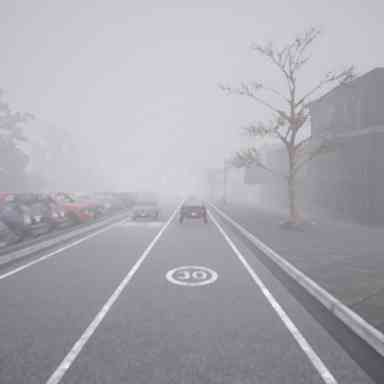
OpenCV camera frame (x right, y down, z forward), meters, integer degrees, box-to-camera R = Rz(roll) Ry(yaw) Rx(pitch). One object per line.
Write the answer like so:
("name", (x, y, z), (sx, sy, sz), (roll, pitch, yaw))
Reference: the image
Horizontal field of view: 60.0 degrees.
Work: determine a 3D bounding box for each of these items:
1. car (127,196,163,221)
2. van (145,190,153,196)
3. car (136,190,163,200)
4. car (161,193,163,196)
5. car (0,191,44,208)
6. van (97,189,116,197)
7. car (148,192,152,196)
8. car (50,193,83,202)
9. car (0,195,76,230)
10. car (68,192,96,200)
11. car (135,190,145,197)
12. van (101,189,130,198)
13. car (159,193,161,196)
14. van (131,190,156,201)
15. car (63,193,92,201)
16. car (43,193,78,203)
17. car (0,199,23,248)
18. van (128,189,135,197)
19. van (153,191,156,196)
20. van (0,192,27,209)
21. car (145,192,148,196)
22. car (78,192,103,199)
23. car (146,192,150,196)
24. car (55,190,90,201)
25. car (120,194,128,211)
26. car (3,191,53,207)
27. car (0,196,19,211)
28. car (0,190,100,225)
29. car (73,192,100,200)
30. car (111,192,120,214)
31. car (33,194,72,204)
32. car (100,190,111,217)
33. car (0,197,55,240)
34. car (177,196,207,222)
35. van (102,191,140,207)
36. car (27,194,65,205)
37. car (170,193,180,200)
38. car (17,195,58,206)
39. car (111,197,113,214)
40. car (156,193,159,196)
("car", (-3.351, 1.313, 25.290), (1.837, 1.490, 4.892), (0, 0, 0))
("van", (-9.085, 0.812, 53.841), (4.442, 1.987, 1.878), (0, 1, 0))
("car", (-8.965, 0.538, 70.661), (5.566, 2.045, 2.435), (0, 1, 0))
("car", (-8.804, 0.828, 67.861), (5.366, 1.575, 1.946), (0, 1, 0))
("car", (-22.059, 0.914, 42.012), (5.566, 2.045, 2.435), (0, 0, 0))
("van", (-22.213, 0.325, 86.422), (4.442, 1.987, 1.878), (0, 1, 0))
("car", (-8.994, 1.104, 51.041), (4.792, 1.488, 2.163), (0, 1, 0))
("car", (-22.049, 0.972, 58.675), (4.892, 1.521, 2.231), (0, 1, 0))
("car", (-8.883, 1.219, 17.394), (4.553, 1.767, 2.185), (0, 0, 0))
("car", (-22.073, 0.845, 67.000), (5.008, 1.535, 2.097), (0, 1, 0))
("car", (-8.920, 0.929, 39.820), (5.566, 2.045, 2.435), (0, 0, 0))
("van", (-9.056, 0.996, 34.213), (4.442, 1.987, 1.878), (0, 0, 0))
("car", (-8.988, 0.914, 65.059), (4.674, 1.452, 2.002), (0, 1, 0))
("van", (-9.098, 0.690, 62.252), (4.442, 1.987, 1.878), (0, 1, 0))
("car", (-22.069, 0.887, 64.224), (5.008, 1.535, 2.097), (0, 1, 0))
("car", (-22.046, 1.010, 55.897), (5.008, 1.535, 2.097), (0, 1, 0))
("car", (-8.938, 1.260, 11.788), (4.553, 1.767, 2.185), (0, 0, 0))
("van", (-9.060, 0.975, 37.016), (4.442, 1.987, 1.878), (0, 0, 0))
("van", (-8.856, 0.774, 56.642), (4.442, 1.987, 1.878), (0, 1, 0))
("van", (-22.143, 0.960, 39.236), (4.442, 1.987, 1.878), (0, 0, 0))
("car", (-8.962, 1.134, 45.430), (4.892, 1.521, 2.231), (0, 1, 0))
("car", (-22.105, 0.790, 72.550), (4.792, 1.488, 2.163), (0, 1, 0))
("car", (-8.958, 1.146, 48.234), (4.674, 1.452, 2.002), (0, 1, 0))
("car", (-22.031, 0.678, 61.445), (5.566, 2.045, 2.435), (0, 1, 0))
("car", (-8.929, 1.243, 31.411), (4.892, 1.521, 2.231), (0, 0, 0))
("car", (-22.006, 0.889, 44.788), (5.566, 2.045, 2.435), (0, 1, 0))
("car", (-22.209, 1.203, 36.463), (5.366, 1.575, 1.946), (0, 0, 0))
("car", (-8.890, 1.072, 20.197), (5.566, 2.045, 2.435), (0, 0, 0))
("car", (-22.078, 0.804, 69.775), (4.892, 1.521, 2.231), (0, 1, 0))
("car", (-8.962, 1.137, 28.607), (4.553, 1.767, 2.185), (0, 0, 0))
("car", (-22.232, 1.045, 53.120), (5.366, 1.575, 1.946), (0, 1, 0))
("car", (-8.894, 1.052, 23.000), (5.566, 2.045, 2.435), (0, 0, 0))
("car", (-8.879, 1.239, 14.591), (4.553, 1.767, 2.185), (0, 0, 0))
("car", (0.097, 1.292, 24.473), (1.882, 1.535, 5.008), (0, 0, 0))
("van", (-9.069, 0.934, 42.621), (4.442, 1.987, 1.878), (0, 1, 0))
("car", (-22.014, 1.114, 50.349), (4.792, 1.488, 2.163), (0, 1, 0))
("car", (-3.263, 0.883, 66.469), (1.812, 1.442, 4.674), (0, 1, 0))
("car", (-22.068, 1.142, 47.566), (4.792, 1.488, 2.163), (0, 1, 0))
("car", (-8.924, 1.323, 25.805), (4.674, 1.452, 2.002), (0, 0, 0))
("car", (-8.972, 0.958, 59.452), (5.008, 1.535, 2.097), (0, 1, 0))
